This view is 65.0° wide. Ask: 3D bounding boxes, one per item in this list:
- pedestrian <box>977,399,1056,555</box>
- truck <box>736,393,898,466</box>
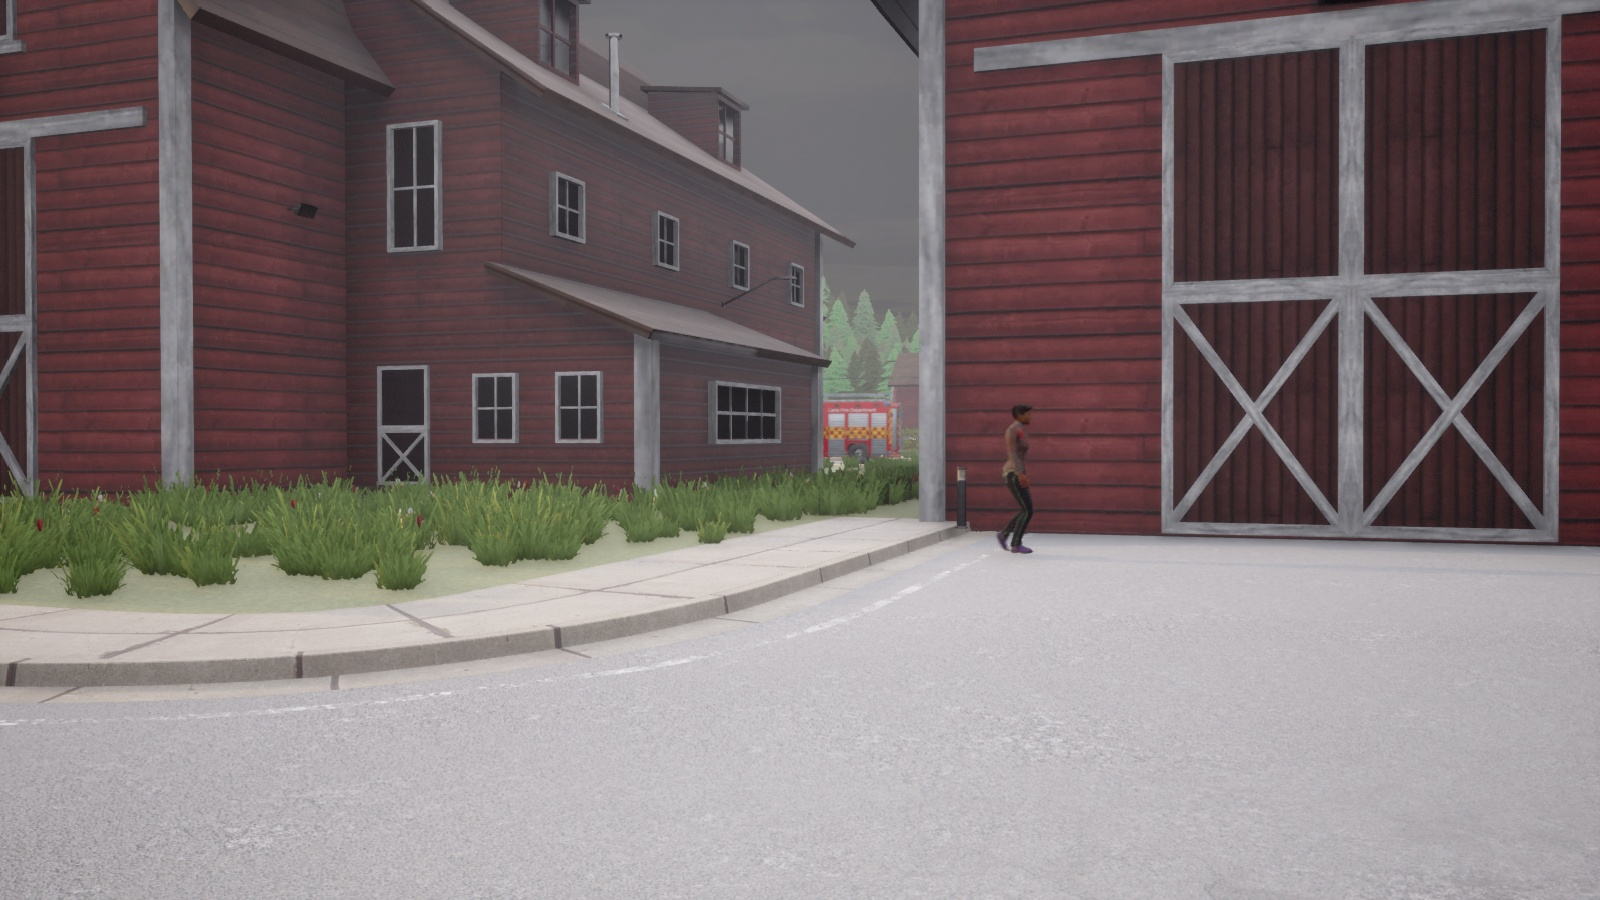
[{"bbox_3d":[2.555,0.312,14.804,0.869,1.805,0.328,1,1,19],"label":"pedestrian"},{"bbox_3d":[0.938,-1.134,69.238,8.468,3.827,2.891,1,1,19],"label":"truck"}]
